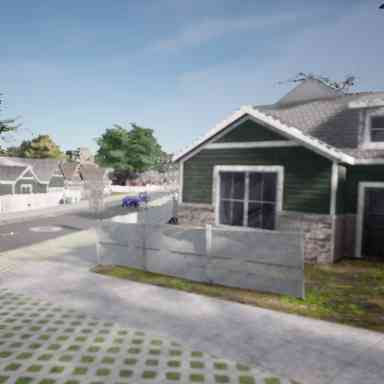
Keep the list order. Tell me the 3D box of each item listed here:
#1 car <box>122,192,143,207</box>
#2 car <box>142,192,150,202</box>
[{"bbox_3d":[-8.222,1.171,45.137,1.882,1.535,5.008,2,1,-3],"label":"car"},{"bbox_3d":[-8.695,0.721,59.447,2.097,1.767,4.553,2,1,-1],"label":"car"}]
